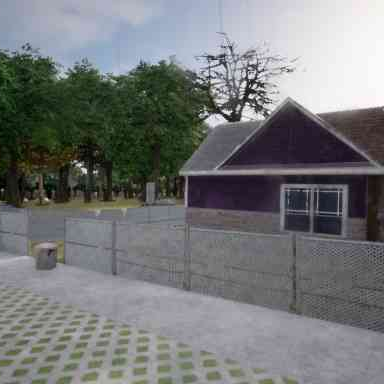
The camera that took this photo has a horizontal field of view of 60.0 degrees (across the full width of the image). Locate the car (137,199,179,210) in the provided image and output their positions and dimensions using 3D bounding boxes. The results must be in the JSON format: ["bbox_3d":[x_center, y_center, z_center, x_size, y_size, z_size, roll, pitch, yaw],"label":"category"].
[{"bbox_3d":[-3.561,1.473,35.819,2.033,1.411,5.357,2,2,36],"label":"car"}]

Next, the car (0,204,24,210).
[{"bbox_3d":[-13.497,1.548,22.076,1.812,1.442,4.674,2,1,36],"label":"car"}]
